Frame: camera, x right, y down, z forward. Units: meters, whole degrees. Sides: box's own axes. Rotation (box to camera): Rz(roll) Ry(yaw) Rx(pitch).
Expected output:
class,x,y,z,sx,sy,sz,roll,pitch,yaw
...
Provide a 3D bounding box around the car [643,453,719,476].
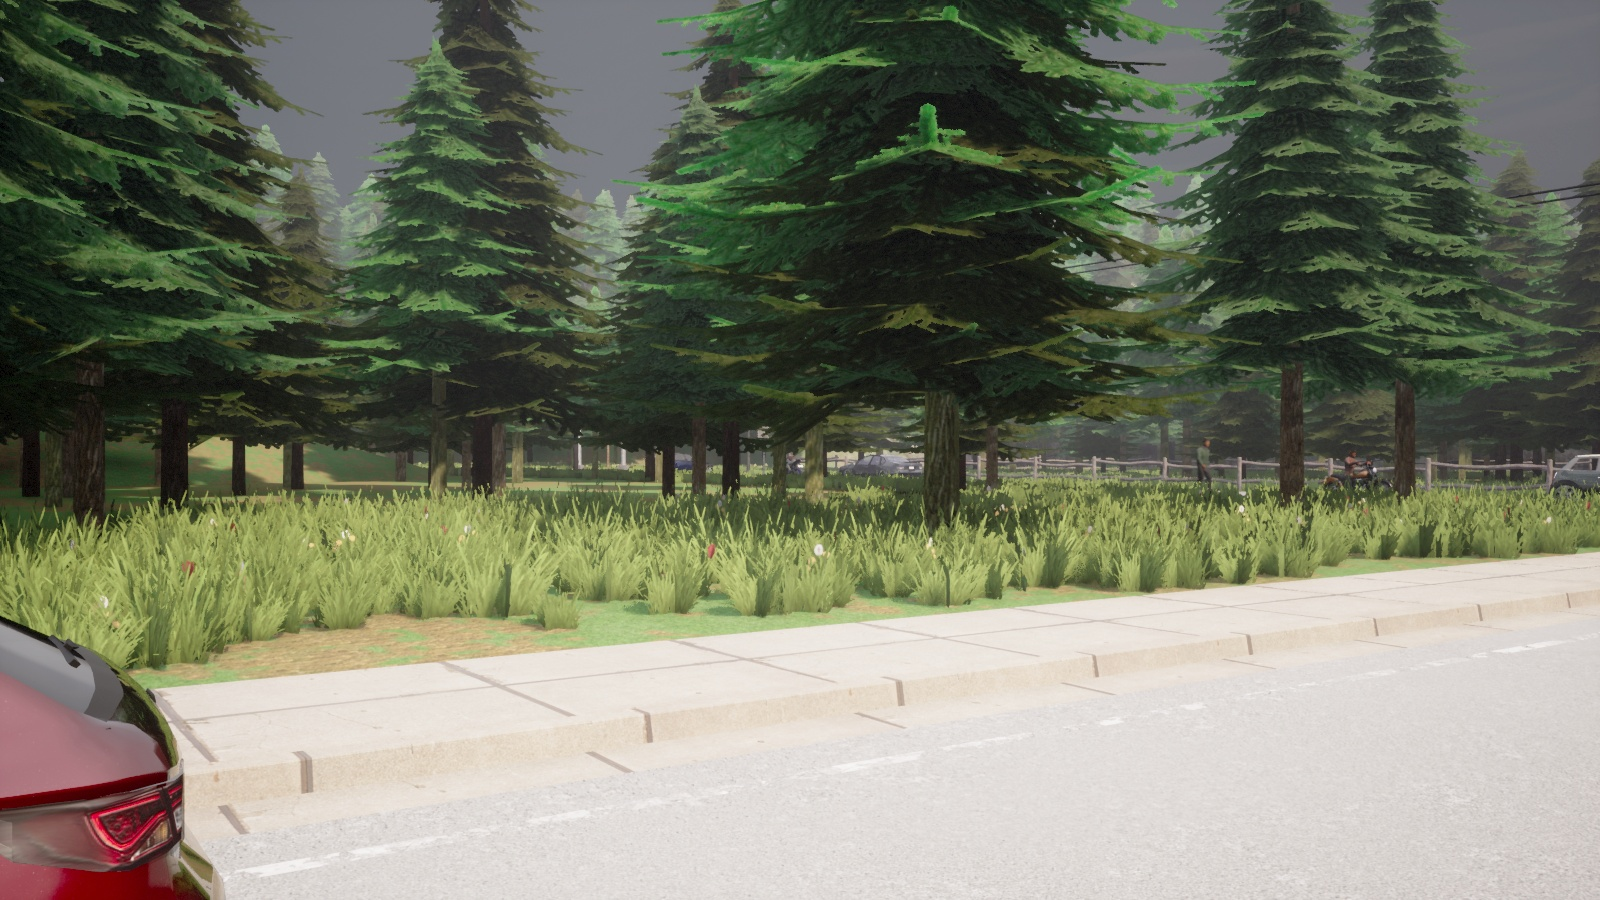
class,x,y,z,sx,sy,sz,roll,pitch,yaw
car,-7.920,0.963,83.843,2.163,1.488,4.792,0,0,45

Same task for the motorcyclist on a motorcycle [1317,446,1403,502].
class,x,y,z,sx,sy,sz,roll,pitch,yaw
motorcyclist on a motorcycle,17.049,0.718,38.301,0.766,1.649,2.350,0,0,-33

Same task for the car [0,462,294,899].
class,x,y,z,sx,sy,sz,roll,pitch,yaw
car,-3.043,0.769,1.540,4.193,1.474,1.816,0,0,-35

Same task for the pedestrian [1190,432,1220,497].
class,x,y,z,sx,sy,sz,roll,pitch,yaw
pedestrian,12.199,0.437,37.821,0.423,1.949,0.788,0,0,-28

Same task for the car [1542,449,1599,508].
class,x,y,z,sx,sy,sz,roll,pitch,yaw
car,21.215,0.708,31.677,1.970,1.475,3.806,0,0,-32

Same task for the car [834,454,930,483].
class,x,y,z,sx,sy,sz,roll,pitch,yaw
car,4.116,0.914,64.082,2.033,1.411,5.357,0,0,-34

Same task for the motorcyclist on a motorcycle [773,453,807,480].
class,x,y,z,sx,sy,sz,roll,pitch,yaw
motorcyclist on a motorcycle,-0.571,0.928,71.075,0.866,1.530,2.191,0,0,-35
